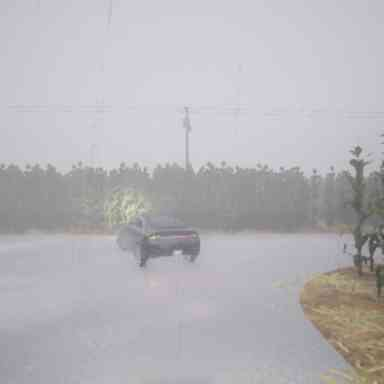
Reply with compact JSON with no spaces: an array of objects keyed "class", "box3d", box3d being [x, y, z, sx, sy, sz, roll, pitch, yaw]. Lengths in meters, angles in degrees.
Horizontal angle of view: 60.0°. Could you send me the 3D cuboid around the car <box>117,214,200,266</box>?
[{"class":"car","box3d":[-1.326,1.508,11.712,2.128,1.511,4.902,0,0,-22]}]
